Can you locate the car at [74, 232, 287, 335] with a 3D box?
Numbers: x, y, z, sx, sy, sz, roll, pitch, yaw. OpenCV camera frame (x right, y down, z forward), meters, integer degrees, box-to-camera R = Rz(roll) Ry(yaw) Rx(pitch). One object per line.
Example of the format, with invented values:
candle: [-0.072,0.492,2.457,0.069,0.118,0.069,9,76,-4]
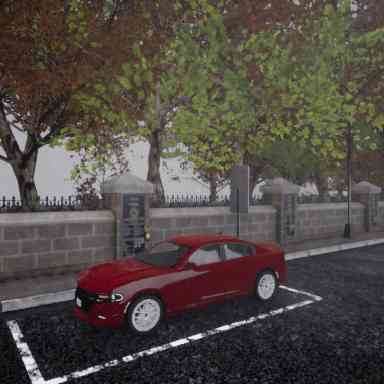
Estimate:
car: [-0.012,1.545,6.711,4.507,1.381,1.887,0,0,-36]

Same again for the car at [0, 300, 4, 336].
car: [-4.490,1.551,3.449,4.403,1.369,2.008,0,0,-36]
